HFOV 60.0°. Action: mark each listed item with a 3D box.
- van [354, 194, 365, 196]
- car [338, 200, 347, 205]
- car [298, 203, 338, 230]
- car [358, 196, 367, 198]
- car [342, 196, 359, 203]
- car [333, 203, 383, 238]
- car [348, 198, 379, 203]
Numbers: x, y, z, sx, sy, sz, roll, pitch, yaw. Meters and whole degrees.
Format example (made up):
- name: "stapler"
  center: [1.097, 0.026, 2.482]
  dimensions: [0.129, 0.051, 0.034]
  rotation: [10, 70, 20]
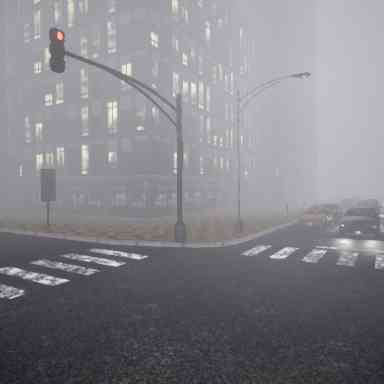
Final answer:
- name: "van"
  center: [30.144, 1.311, 60.713]
  dimensions: [1.690, 1.788, 3.998]
  rotation: [-1, 0, 29]
- name: "car"
  center: [10.755, 1.553, 26.205]
  dimensions: [1.947, 1.339, 4.313]
  rotation: [-1, 0, 29]
- name: "car"
  center: [7.901, 1.515, 21.128]
  dimensions: [1.752, 1.417, 4.829]
  rotation: [-1, 0, 29]
- name: "car"
  center: [19.263, 1.485, 35.827]
  dimensions: [1.837, 1.490, 4.892]
  rotation: [0, 0, 29]
- name: "car"
  center: [19.065, 1.524, 40.993]
  dimensions: [1.887, 1.381, 4.507]
  rotation: [-1, 0, 29]
- name: "car"
  center: [9.244, 1.537, 18.190]
  dimensions: [2.033, 1.411, 5.357]
  rotation: [0, 0, 30]
- name: "car"
  center: [14.204, 1.476, 26.973]
  dimensions: [2.128, 1.511, 4.902]
  rotation: [0, 0, 30]
